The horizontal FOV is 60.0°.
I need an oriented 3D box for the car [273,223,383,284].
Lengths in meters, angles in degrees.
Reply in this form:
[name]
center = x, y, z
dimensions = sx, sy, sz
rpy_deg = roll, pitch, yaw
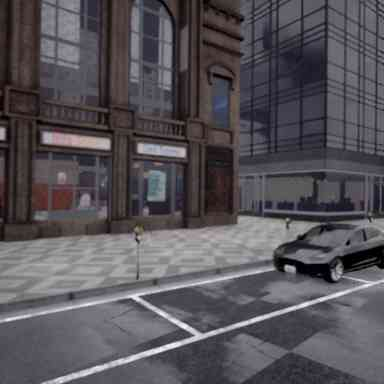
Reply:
[car]
center = 4.315, 1.625, 9.849
dimensions = 4.313, 1.339, 1.947
rpy_deg = 0, 0, -36
